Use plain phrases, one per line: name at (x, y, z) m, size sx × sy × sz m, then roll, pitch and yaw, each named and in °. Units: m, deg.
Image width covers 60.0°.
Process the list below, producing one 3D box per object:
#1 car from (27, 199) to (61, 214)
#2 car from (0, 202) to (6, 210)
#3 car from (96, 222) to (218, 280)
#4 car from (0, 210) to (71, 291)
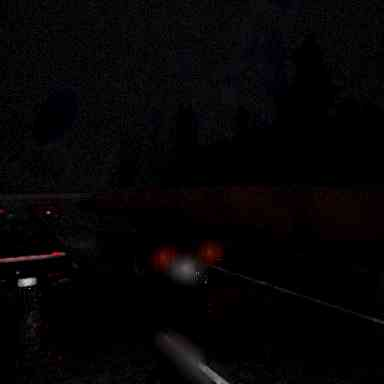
car at (-11.626, 1.295, 25.992) m, size 1.882 × 1.535 × 5.008 m, roll 0°, pitch 0°, yaw -33°
car at (-14.616, 1.341, 24.164) m, size 2.033 × 1.411 × 5.357 m, roll 0°, pitch 0°, yaw -33°
car at (-1.331, 1.561, 9.959) m, size 1.895 × 1.301 × 4.718 m, roll 0°, pitch 0°, yaw -33°
car at (-4.342, 1.427, 8.171) m, size 2.128 × 1.511 × 4.902 m, roll 0°, pitch 0°, yaw -33°
